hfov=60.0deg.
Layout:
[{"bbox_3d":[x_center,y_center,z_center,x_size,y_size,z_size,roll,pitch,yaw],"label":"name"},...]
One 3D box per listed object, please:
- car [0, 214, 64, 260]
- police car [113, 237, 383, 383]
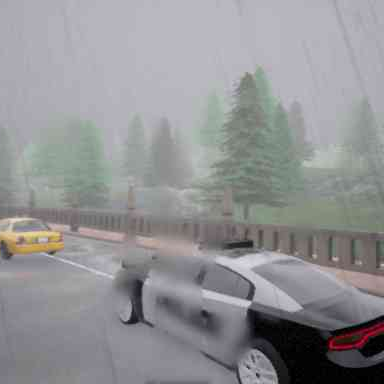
[{"bbox_3d":[-7.087,1.683,13.520,5.366,1.575,1.801,0,-2,44],"label":"car"},{"bbox_3d":[0.441,1.583,5.438,1.930,1.638,5.238,2,-2,-40],"label":"police car"}]
